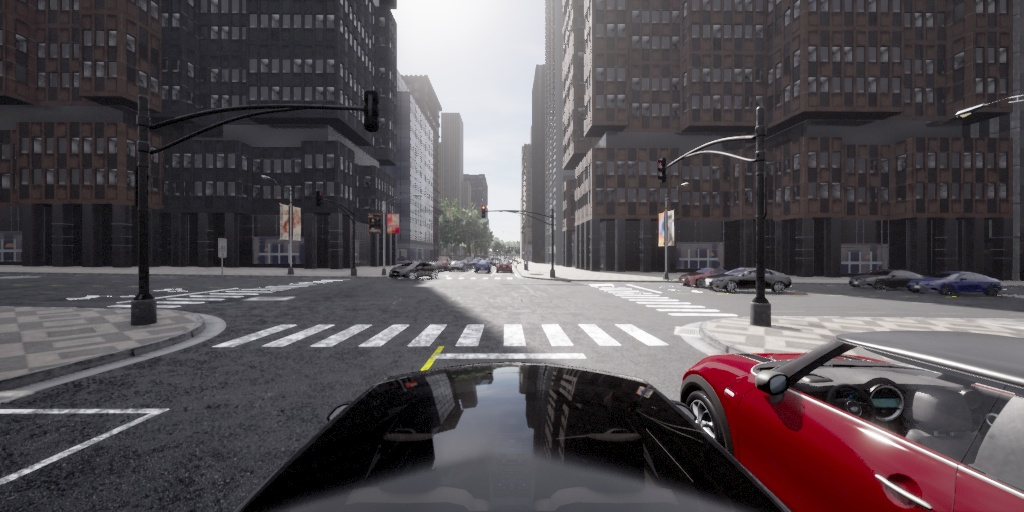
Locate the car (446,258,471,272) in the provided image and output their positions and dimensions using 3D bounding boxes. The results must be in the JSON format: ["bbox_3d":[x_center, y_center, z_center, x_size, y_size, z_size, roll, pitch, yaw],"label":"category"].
[{"bbox_3d":[-6.817,1.308,45.343,2.033,1.411,5.357,0,0,-1],"label":"car"}]

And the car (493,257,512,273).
[{"bbox_3d":[-0.930,1.197,43.604,1.967,1.591,4.097,0,0,-1],"label":"car"}]

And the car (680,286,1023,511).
[{"bbox_3d":[2.760,1.190,2.240,1.967,1.591,4.097,0,0,0],"label":"car"}]

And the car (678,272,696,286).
[{"bbox_3d":[14.259,1.541,25.675,4.181,1.385,1.994,1,0,0],"label":"car"}]

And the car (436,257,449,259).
[{"bbox_3d":[-9.531,1.084,48.910,2.192,1.841,5.009,0,0,-1],"label":"car"}]

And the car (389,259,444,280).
[{"bbox_3d":[-8.024,1.203,29.749,1.837,1.490,4.892,1,-1,22],"label":"car"}]

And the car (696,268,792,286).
[{"bbox_3d":[14.675,1.478,22.433,4.902,1.511,2.128,1,0,-1],"label":"car"}]

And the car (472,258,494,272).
[{"bbox_3d":[-3.596,1.286,45.073,1.812,1.442,4.674,0,0,-1],"label":"car"}]

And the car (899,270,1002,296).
[{"bbox_3d":[27.823,1.703,22.595,4.674,1.442,1.812,1,0,-1],"label":"car"}]

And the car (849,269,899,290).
[{"bbox_3d":[27.128,1.689,25.850,4.674,1.442,1.812,1,0,-1],"label":"car"}]

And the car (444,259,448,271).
[{"bbox_3d":[-9.454,1.323,43.485,1.948,1.339,4.313,0,0,-1],"label":"car"}]
